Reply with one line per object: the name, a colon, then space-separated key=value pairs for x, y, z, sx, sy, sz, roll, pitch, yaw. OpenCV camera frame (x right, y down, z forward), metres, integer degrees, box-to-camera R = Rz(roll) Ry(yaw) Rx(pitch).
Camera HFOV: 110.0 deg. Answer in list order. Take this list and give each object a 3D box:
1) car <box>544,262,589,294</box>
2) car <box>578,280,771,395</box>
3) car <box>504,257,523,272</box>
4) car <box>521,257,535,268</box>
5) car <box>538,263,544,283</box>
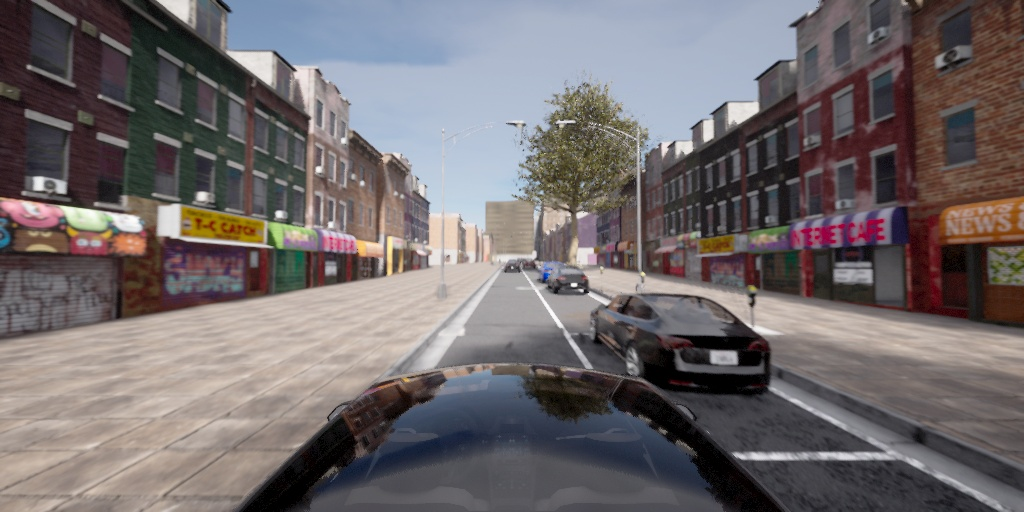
car: x=3.028 y=1.227 z=19.786 sx=1.812 sy=1.442 sz=4.674 roll=0 pitch=0 yaw=0
car: x=2.642 y=1.305 z=6.582 sx=1.948 sy=1.339 sz=4.313 roll=0 pitch=0 yaw=0
car: x=0.079 y=1.183 z=43.806 sx=1.812 sy=1.442 sz=4.674 roll=0 pitch=0 yaw=0
car: x=2.652 y=1.094 z=56.566 sx=1.967 sy=1.591 sz=4.097 roll=0 pitch=0 yaw=0
car: x=3.020 y=1.160 z=26.790 sx=1.882 sy=1.535 sz=5.008 roll=0 pitch=0 yaw=0
